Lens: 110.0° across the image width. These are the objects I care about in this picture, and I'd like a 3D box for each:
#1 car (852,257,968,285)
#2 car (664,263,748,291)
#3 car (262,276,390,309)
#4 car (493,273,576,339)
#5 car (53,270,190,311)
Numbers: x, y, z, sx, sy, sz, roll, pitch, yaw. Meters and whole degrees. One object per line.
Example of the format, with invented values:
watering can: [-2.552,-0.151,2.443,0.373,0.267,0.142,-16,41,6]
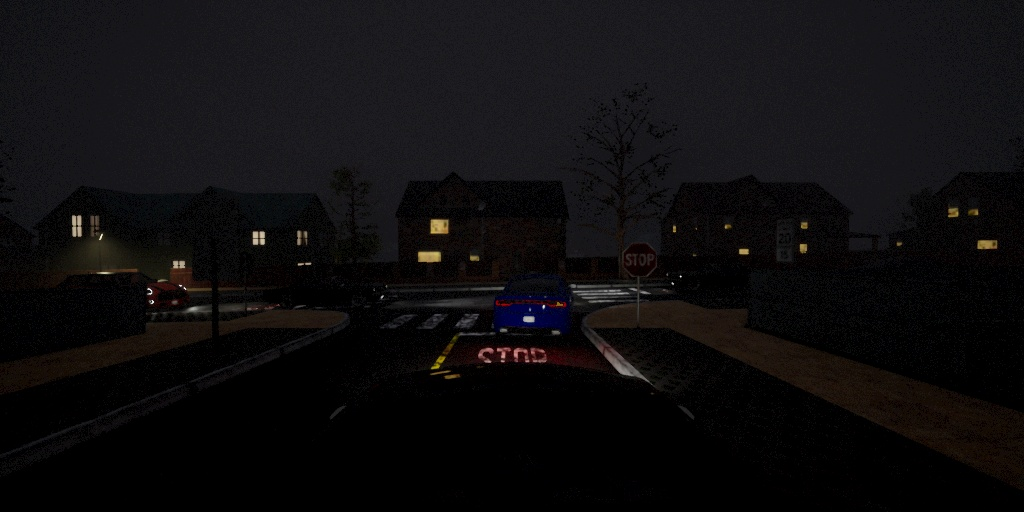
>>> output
car: [20.061,0.753,18.413,5.357,1.411,2.033,-1,1,0]
car: [10.416,1.034,18.379,4.718,1.301,1.895,-1,1,-1]
car: [-7.807,1.506,15.458,4.718,1.301,1.895,-1,1,0]
car: [0.789,1.226,10.247,1.882,1.535,5.008,0,0,10]
car: [-16.794,1.472,15.453,4.553,1.767,2.097,-1,1,0]
